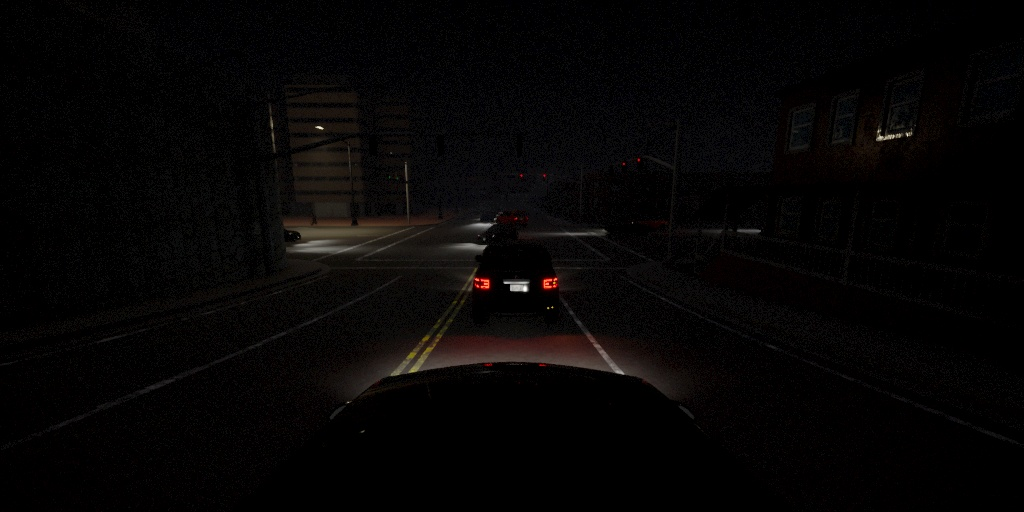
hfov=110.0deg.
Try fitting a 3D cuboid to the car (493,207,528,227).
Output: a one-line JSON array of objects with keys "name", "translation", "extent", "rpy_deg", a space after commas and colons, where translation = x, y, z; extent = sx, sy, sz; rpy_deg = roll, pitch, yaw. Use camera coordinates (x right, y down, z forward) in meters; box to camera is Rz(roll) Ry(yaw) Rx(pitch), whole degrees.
[{"name": "car", "translation": [0.023, -4.711, 45.016], "extent": [2.150, 2.045, 5.566], "rpy_deg": [-7, 12, -25]}]

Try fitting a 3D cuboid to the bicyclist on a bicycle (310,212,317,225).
[{"name": "bicyclist on a bicycle", "translation": [-25.378, -4.785, 45.847], "extent": [0.582, 1.620, 1.656], "rpy_deg": [0, 10, 0]}]

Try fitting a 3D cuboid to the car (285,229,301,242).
[{"name": "car", "translation": [-20.107, -1.806, 29.622], "extent": [4.892, 1.490, 1.837], "rpy_deg": [0, 10, 0]}]

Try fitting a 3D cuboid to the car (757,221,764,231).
[{"name": "car", "translation": [28.376, -3.275, 36.650], "extent": [5.566, 2.045, 2.150], "rpy_deg": [-1, 10, 0]}]

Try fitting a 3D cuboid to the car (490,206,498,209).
[{"name": "car", "translation": [-3.726, -7.450, 62.862], "extent": [1.812, 1.442, 4.674], "rpy_deg": [0, 10, 0]}]

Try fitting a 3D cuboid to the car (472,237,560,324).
[{"name": "car", "translation": [0.063, 0.602, 10.736], "extent": [2.150, 2.045, 5.566], "rpy_deg": [0, 4, -1]}]

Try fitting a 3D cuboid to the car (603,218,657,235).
[{"name": "car", "translation": [11.865, -2.907, 36.728], "extent": [4.718, 1.301, 1.895], "rpy_deg": [0, 10, 0]}]

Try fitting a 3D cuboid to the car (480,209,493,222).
[{"name": "car", "translation": [-3.728, -5.881, 54.115], "extent": [1.895, 1.301, 4.718], "rpy_deg": [0, 10, 0]}]

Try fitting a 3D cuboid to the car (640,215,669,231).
[{"name": "car", "translation": [14.975, -3.740, 40.144], "extent": [4.553, 1.767, 2.097], "rpy_deg": [0, 10, 0]}]

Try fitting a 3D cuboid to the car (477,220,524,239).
[{"name": "car", "translation": [-1.092, -1.942, 30.594], "extent": [1.812, 1.442, 4.674], "rpy_deg": [5, 11, 29]}]

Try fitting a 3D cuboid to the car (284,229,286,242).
[{"name": "car", "translation": [-19.913, -1.232, 26.178], "extent": [4.902, 1.511, 2.128], "rpy_deg": [0, 10, 0]}]
